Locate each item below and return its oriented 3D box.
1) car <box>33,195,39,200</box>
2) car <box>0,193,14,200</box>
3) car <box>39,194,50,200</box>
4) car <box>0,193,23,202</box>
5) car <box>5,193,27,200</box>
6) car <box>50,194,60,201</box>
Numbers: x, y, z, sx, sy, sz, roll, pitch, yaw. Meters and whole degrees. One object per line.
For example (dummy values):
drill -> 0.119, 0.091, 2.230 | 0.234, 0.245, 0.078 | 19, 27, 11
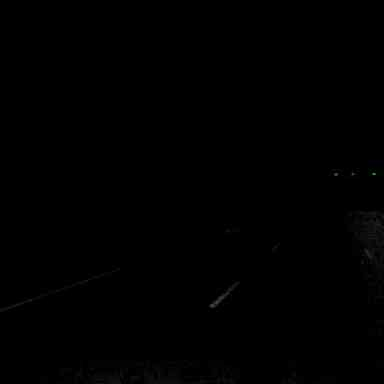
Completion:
car -> -33.959, 1.201, 66.576 | 5.357, 1.411, 2.033 | 1, 0, 23
car -> -42.215, 0.995, 73.894 | 4.892, 1.490, 1.837 | 1, 0, 23
car -> -32.794, 1.285, 69.883 | 4.718, 1.301, 1.895 | 1, 0, 23
car -> -35.396, 1.153, 63.384 | 4.902, 1.511, 2.128 | 1, 0, 23
car -> -40.846, 1.051, 77.114 | 4.674, 1.442, 1.812 | 1, 0, 23
car -> -31.397, 1.247, 73.093 | 4.902, 1.511, 2.128 | 1, 0, 23
